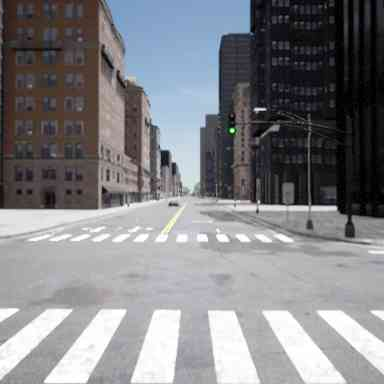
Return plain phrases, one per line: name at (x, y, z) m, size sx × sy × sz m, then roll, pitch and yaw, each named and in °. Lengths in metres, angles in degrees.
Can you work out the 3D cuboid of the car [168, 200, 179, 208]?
car at (-3.224, 2.078, 58.385) m, size 1.895 × 1.301 × 4.718 m, roll 0°, pitch 0°, yaw 0°
